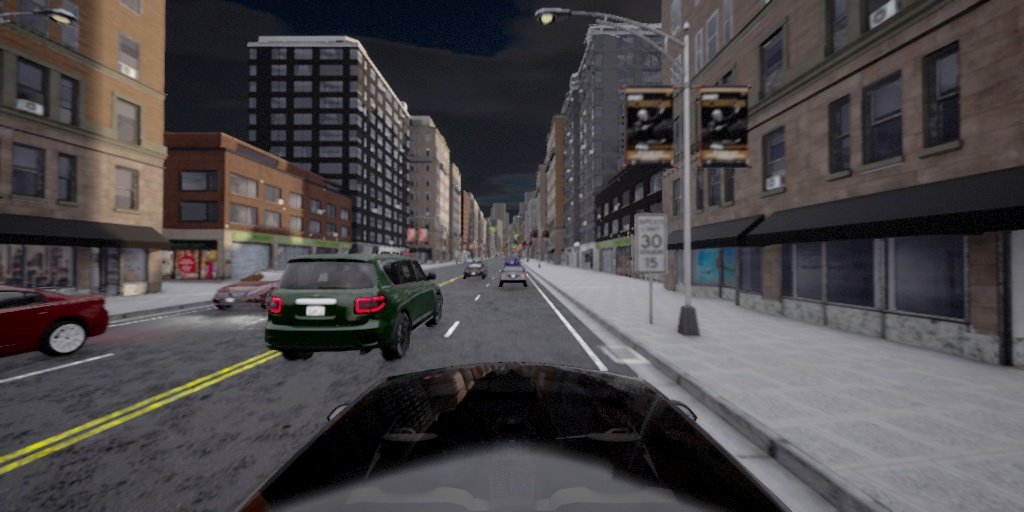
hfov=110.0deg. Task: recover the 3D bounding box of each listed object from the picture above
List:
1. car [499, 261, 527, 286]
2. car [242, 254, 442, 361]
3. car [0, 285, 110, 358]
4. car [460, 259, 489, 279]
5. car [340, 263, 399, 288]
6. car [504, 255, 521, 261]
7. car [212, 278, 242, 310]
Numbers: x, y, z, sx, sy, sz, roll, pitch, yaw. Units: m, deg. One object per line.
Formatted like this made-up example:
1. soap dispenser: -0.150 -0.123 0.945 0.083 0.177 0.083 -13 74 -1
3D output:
1. car: 0.084 1.279 24.740 2.033 1.411 5.357 0 0 0
2. car: -3.156 0.970 8.442 2.150 2.045 5.566 0 0 0
3. car: -9.841 1.228 5.767 1.882 1.535 5.008 0 0 0
4. car: -3.177 1.248 31.831 1.812 1.442 4.674 0 0 0
5. car: -9.770 1.278 25.106 2.033 1.411 5.357 0 0 0
6. car: 0.050 0.911 49.084 2.150 2.045 5.566 0 0 0
7. car: -9.816 1.267 14.819 1.812 1.442 4.674 0 0 0
